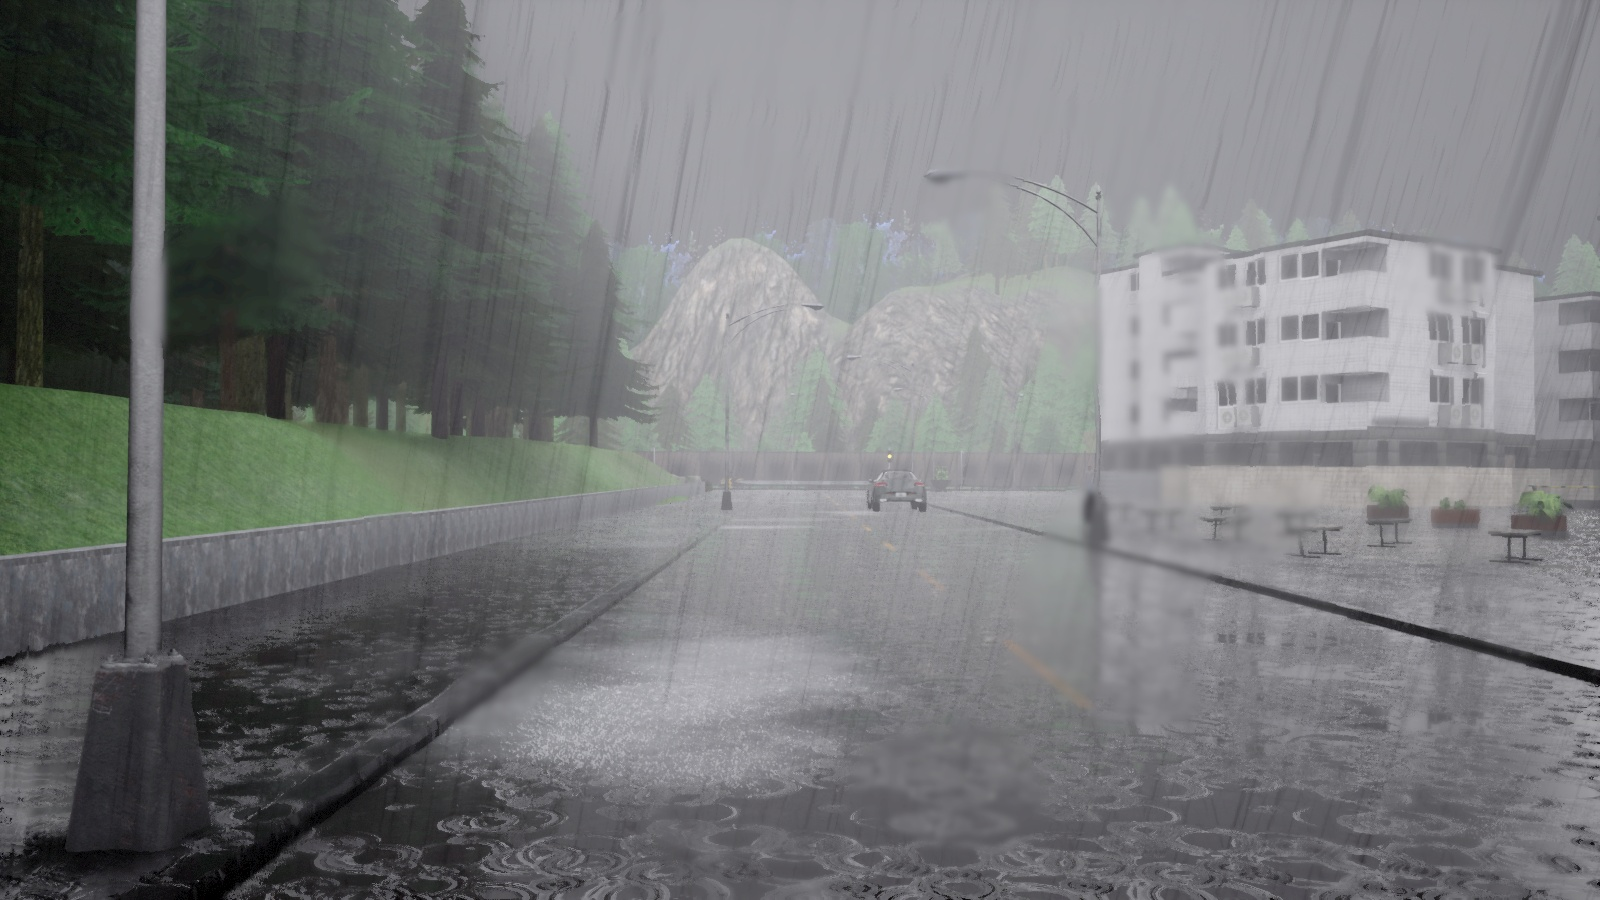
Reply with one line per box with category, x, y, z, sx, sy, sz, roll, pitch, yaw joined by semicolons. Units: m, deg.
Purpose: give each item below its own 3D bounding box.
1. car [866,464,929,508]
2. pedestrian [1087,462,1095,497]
car;3.885;1.430;50.855;2.152;1.651;5.027;0;-1;0
pedestrian;15.470;1.582;66.852;0.354;1.836;0.706;0;-1;9
